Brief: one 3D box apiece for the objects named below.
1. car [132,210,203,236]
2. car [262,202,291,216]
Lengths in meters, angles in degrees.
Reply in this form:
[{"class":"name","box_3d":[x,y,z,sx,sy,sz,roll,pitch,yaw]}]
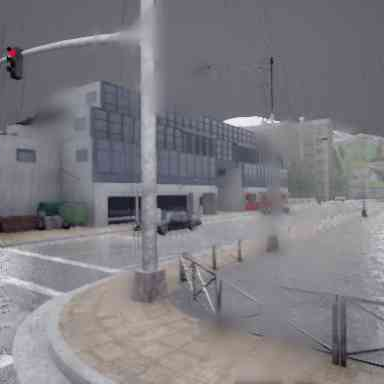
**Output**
[{"class":"car","box_3d":[-1.401,1.885,21.523,2.033,1.411,5.357,-1,0,35]},{"class":"car","box_3d":[9.347,1.830,36.627,2.128,1.511,4.902,-1,-1,36]}]
